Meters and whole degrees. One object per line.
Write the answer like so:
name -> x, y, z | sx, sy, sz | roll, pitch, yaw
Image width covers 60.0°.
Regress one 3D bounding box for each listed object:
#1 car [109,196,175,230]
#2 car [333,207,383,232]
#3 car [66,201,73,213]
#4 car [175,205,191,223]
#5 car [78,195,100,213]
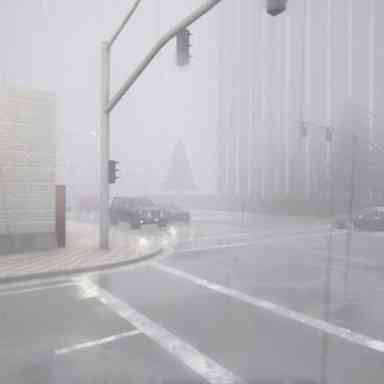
car -> -3.769, 1.346, 22.681 | 2.150, 2.045, 5.566 | 1, 0, -36
car -> 11.457, 1.716, 20.732 | 4.892, 1.490, 1.837 | 0, 5, 21
car -> -15.543, 1.653, 39.215 | 1.812, 1.442, 4.674 | 1, 0, -35
car -> -2.033, 1.630, 26.270 | 1.882, 1.535, 5.008 | 1, 0, -36
car -> -12.199, 1.376, 40.548 | 2.150, 2.045, 5.566 | 0, -1, -35
